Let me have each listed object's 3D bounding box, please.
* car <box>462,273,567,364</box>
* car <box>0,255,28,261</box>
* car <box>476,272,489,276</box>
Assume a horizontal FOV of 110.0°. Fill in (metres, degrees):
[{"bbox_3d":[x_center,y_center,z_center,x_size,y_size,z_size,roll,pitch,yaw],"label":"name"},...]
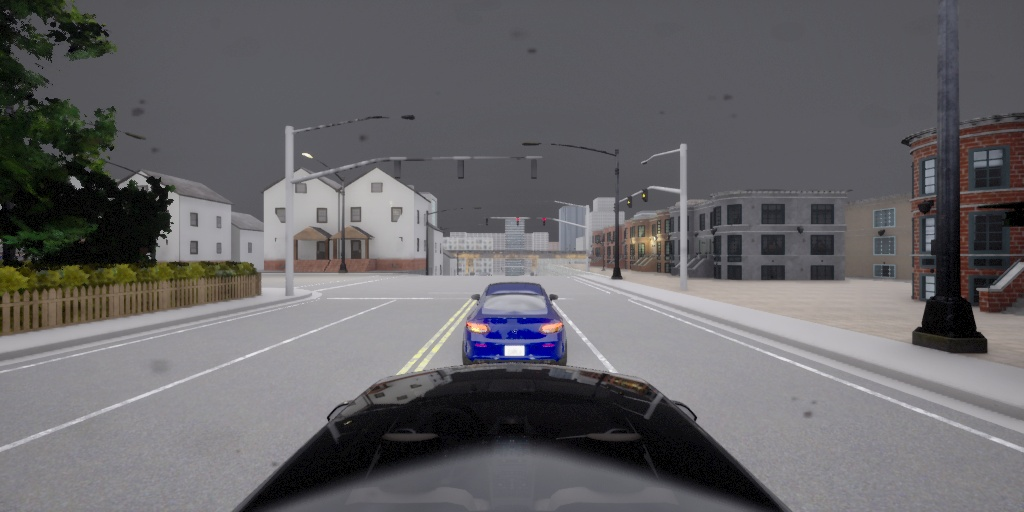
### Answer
[{"bbox_3d":[0.059,1.276,7.753,1.812,1.442,4.674,0,0,0],"label":"car"},{"bbox_3d":[-44.713,0.971,30.667,5.566,2.045,2.150,0,0,0],"label":"car"},{"bbox_3d":[-3.604,2.929,47.213,2.097,1.767,4.553,-1,-13,0],"label":"car"}]
